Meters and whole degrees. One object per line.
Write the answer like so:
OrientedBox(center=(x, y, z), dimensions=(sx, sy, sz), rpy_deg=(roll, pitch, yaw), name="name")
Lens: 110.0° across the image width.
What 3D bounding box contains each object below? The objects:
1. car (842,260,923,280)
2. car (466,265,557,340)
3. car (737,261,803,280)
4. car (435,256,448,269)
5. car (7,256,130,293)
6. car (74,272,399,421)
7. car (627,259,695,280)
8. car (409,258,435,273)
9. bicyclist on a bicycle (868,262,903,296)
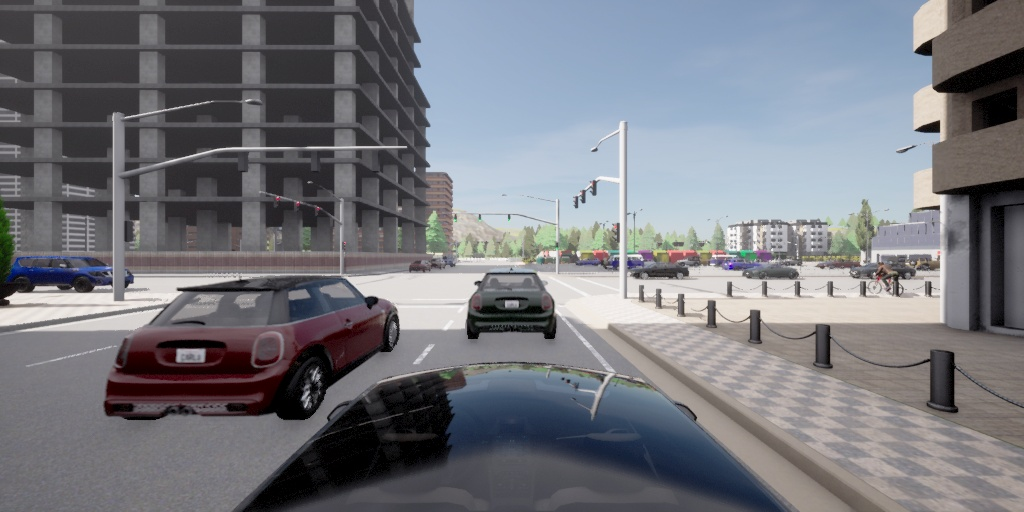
OrientedBox(center=(32.911, 1.310, 31.960), dimensions=(4.892, 1.490, 1.837), rpy_deg=(0, 0, 0), name="car")
OrientedBox(center=(-0.032, 1.101, 10.138), dimensions=(2.097, 1.767, 4.553), rpy_deg=(0, 0, -1), name="car")
OrientedBox(center=(22.942, 1.369, 31.889), dimensions=(4.181, 1.385, 1.994), rpy_deg=(0, 0, 0), name="car")
OrientedBox(center=(-11.487, 1.102, 54.499), dimensions=(2.097, 1.767, 4.553), rpy_deg=(0, 0, -1), name="car")
OrientedBox(center=(-25.524, 1.027, 20.823), dimensions=(5.566, 2.045, 2.150), rpy_deg=(0, 0, 0), name="car")
OrientedBox(center=(-3.489, 1.101, 6.005), dimensions=(2.097, 1.767, 4.553), rpy_deg=(0, 0, 0), name="car")
OrientedBox(center=(13.028, 1.283, 31.819), dimensions=(5.008, 1.535, 1.882), rpy_deg=(0, 0, 0), name="car")
OrientedBox(center=(-11.382, 1.228, 44.741), dimensions=(1.882, 1.535, 5.008), rpy_deg=(0, 0, 0), name="car")
OrientedBox(center=(18.064, 1.106, 17.374), dimensions=(0.582, 1.620, 1.656), rpy_deg=(0, 0, 0), name="bicyclist on a bicycle")
